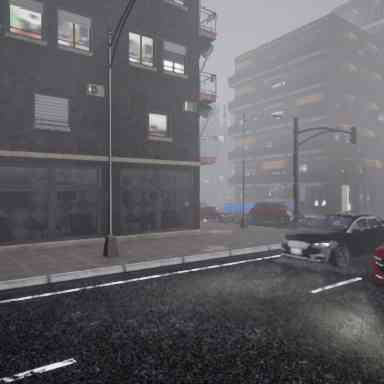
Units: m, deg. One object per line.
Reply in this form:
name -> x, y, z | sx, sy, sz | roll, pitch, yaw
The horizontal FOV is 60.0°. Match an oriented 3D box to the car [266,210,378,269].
car -> 5.087, 1.490, 11.281 | 4.902, 1.511, 2.128 | 0, 0, -35

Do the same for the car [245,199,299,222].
car -> 6.682, 1.574, 26.417 | 2.097, 1.767, 4.553 | 0, -1, -36

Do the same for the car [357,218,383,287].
car -> 6.369, 1.477, 8.204 | 5.008, 1.535, 1.882 | 0, 0, -35

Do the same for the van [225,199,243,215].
van -> 5.297, 1.676, 38.079 | 1.690, 1.788, 3.998 | -1, 0, -36

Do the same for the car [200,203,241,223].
car -> 1.852, 1.874, 28.654 | 1.802, 1.307, 4.206 | -1, 0, -36

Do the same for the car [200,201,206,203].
car -> 0.695, 1.707, 34.585 | 2.097, 1.767, 4.553 | 0, -1, -36

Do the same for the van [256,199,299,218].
van -> 8.603, 1.602, 33.556 | 1.690, 1.788, 3.998 | -1, 0, -36
